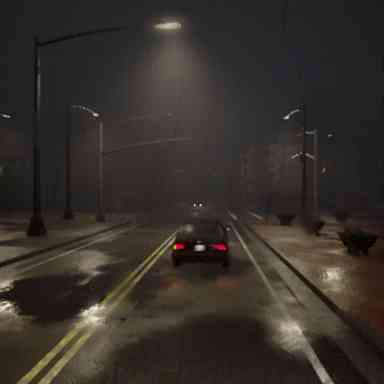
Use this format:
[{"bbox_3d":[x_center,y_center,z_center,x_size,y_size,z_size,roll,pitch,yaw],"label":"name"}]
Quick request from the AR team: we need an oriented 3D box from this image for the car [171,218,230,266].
[{"bbox_3d":[0.397,1.660,12.057,2.033,1.411,5.357,0,-1,4],"label":"car"}]

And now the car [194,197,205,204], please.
[{"bbox_3d":[1.456,2.355,82.618,1.895,1.301,4.718,0,-1,4],"label":"car"}]
